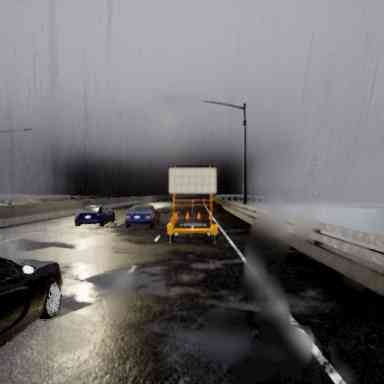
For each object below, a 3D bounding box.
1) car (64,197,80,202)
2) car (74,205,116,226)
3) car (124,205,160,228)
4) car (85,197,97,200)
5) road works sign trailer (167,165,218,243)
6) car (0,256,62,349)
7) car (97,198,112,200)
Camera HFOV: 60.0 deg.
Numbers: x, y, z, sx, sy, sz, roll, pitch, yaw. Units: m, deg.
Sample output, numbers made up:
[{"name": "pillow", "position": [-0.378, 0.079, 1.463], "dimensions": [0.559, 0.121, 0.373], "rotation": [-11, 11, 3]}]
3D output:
[{"name": "car", "position": [-23.765, 1.691, 65.979], "dimensions": [1.812, 1.442, 4.674], "rotation": [0, 0, 1]}, {"name": "car", "position": [-6.808, 1.626, 23.759], "dimensions": [1.994, 1.385, 4.181], "rotation": [0, 0, 0]}, {"name": "car", "position": [-3.318, 1.608, 22.954], "dimensions": [2.033, 1.411, 5.357], "rotation": [0, 0, 0]}, {"name": "car", "position": [-20.248, 1.691, 66.719], "dimensions": [1.812, 1.442, 4.674], "rotation": [0, 0, 1]}, {"name": "road works sign trailer", "position": [0.033, 0.507, 16.241], "dimensions": [2.380, 3.560, 2.880], "rotation": [0, 0, 0]}, {"name": "car", "position": [-3.393, 1.489, 4.343], "dimensions": [1.882, 1.535, 5.008], "rotation": [0, 0, 0]}, {"name": "car", "position": [-16.761, 1.762, 66.202], "dimensions": [1.895, 1.301, 4.718], "rotation": [0, 0, 1]}]
